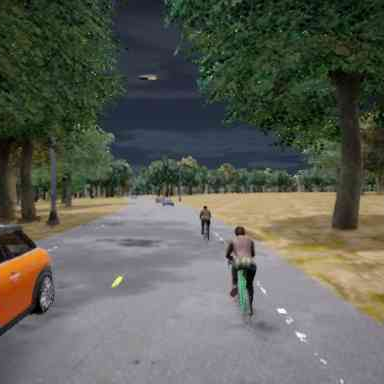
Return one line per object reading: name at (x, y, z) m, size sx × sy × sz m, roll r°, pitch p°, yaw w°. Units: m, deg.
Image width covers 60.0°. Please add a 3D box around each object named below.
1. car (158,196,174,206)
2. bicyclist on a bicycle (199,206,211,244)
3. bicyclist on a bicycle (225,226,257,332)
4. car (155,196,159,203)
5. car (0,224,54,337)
car at (-4.245, 1.664, 57.370) m, size 2.033 × 1.411 × 5.357 m, roll 0°, pitch 0°, yaw -9°
bicyclist on a bicycle at (0.612, 1.445, 14.883) m, size 0.582 × 1.620 × 1.656 m, roll 0°, pitch 0°, yaw -2°
bicyclist on a bicycle at (0.876, 1.443, 5.883) m, size 0.582 × 1.620 × 1.656 m, roll 0°, pitch 0°, yaw -1°
car at (-7.089, 1.729, 73.679) m, size 2.128 × 1.511 × 4.902 m, roll 0°, pitch 0°, yaw -11°
car at (-3.679, 1.344, 4.506) m, size 2.097 × 1.767 × 4.553 m, roll 0°, pitch 0°, yaw -1°
